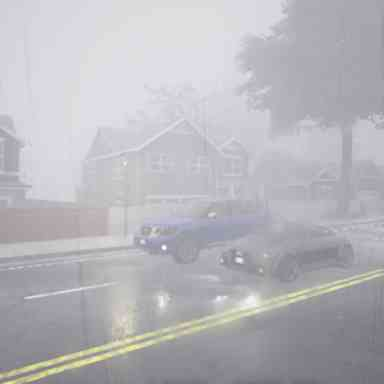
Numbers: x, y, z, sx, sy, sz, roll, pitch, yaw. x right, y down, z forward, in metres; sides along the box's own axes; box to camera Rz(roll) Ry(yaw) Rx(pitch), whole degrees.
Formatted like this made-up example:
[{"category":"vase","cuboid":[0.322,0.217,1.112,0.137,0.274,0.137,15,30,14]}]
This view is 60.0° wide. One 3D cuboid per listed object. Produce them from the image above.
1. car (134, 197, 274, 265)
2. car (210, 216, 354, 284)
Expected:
[{"category":"car","cuboid":[0.689,1.227,12.156,5.566,2.045,2.150,0,0,-35]},{"category":"car","cuboid":[2.846,1.570,9.703,4.181,1.385,1.994,0,0,-35]}]
